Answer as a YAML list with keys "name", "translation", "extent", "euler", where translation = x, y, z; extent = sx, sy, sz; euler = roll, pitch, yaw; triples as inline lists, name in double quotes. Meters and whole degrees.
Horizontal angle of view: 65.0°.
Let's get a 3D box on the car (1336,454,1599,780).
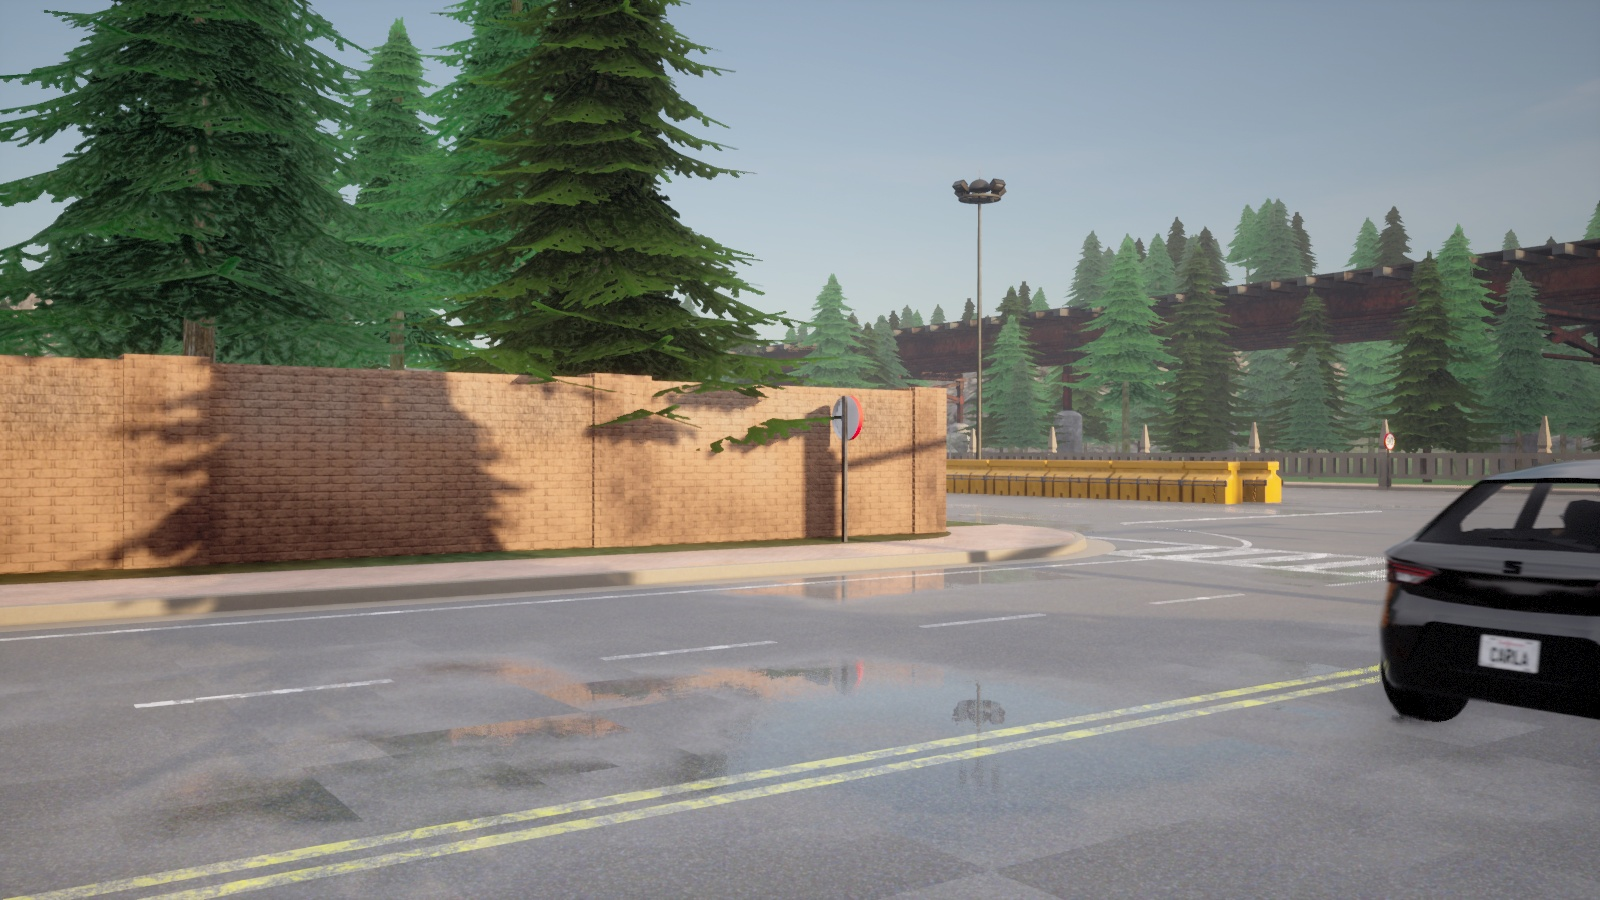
- name: "car"
  translation: [5.138, 0.765, 7.238]
  extent: [4.193, 1.474, 1.816]
  euler: [0, 0, -35]
